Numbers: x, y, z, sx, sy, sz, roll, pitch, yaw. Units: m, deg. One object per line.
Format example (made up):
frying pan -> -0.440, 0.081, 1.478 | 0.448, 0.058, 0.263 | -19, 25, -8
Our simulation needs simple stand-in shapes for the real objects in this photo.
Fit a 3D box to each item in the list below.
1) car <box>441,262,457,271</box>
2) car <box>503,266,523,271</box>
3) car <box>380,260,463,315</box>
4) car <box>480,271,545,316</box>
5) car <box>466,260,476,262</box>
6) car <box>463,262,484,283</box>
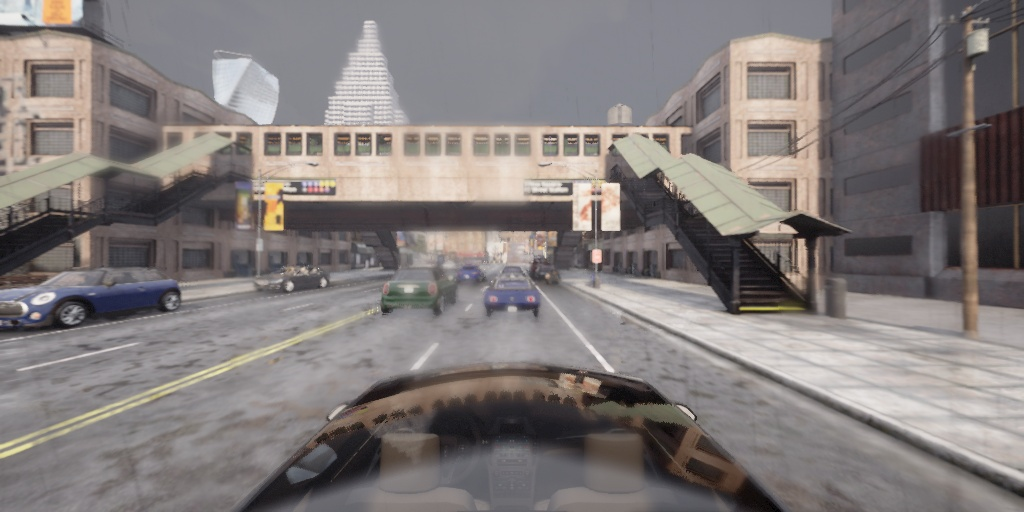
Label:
car -> -10.426, 1.664, 59.733 | 1.812, 1.442, 4.674 | 0, 0, 0
car -> 0.040, 1.468, 27.125 | 2.033, 1.411, 5.357 | 0, 0, 1
car -> -3.454, 1.185, 14.194 | 2.097, 1.767, 4.553 | 0, 0, 0
car -> 0.041, 1.431, 13.683 | 1.895, 1.301, 4.718 | 0, 0, 1
car -> -6.929, 1.490, 59.826 | 2.097, 1.767, 4.553 | 0, 0, 0
car -> -3.406, 1.464, 29.976 | 1.812, 1.442, 4.674 | 0, 0, 1
